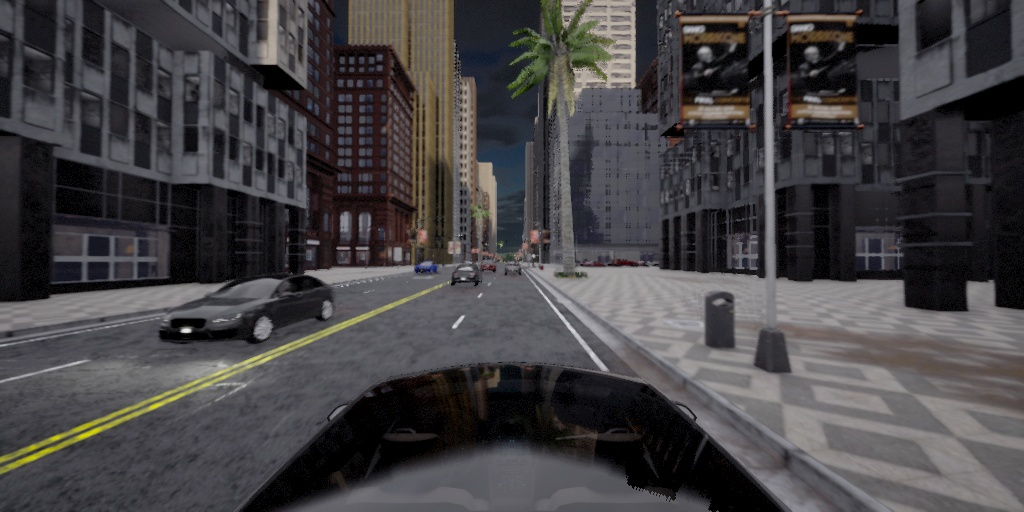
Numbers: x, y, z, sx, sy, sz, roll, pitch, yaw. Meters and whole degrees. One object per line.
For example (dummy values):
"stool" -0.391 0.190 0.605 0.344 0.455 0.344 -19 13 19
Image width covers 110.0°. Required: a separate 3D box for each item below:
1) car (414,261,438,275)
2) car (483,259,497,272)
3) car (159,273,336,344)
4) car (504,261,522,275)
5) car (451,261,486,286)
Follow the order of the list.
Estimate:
"car" -9.830 1.320 41.391 1.882 1.535 5.008 0 0 0
"car" -3.142 1.241 48.546 2.097 1.767 4.553 0 0 0
"car" -6.596 1.258 9.686 1.837 1.490 4.892 0 0 0
"car" 0.106 1.327 39.983 2.128 1.511 4.902 0 0 0
"car" -3.145 1.306 25.504 1.812 1.442 4.674 0 0 0
